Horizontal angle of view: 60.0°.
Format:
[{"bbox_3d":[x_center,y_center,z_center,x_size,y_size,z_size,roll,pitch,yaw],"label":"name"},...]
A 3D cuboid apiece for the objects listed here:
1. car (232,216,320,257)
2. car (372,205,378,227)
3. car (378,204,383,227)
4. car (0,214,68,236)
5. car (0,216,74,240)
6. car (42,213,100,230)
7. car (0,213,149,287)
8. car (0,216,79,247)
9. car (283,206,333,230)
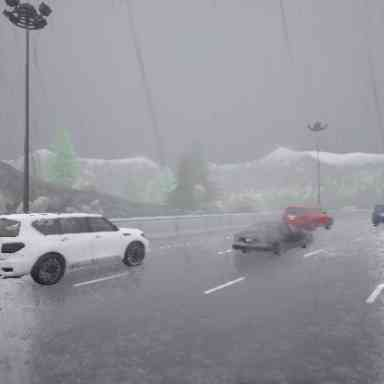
[{"bbox_3d":[3.968,2.098,15.697,2.033,1.411,5.357,-2,-3,40],"label":"car"},{"bbox_3d":[18.623,2.159,30.770,5.566,2.045,2.150,1,-3,-42],"label":"car"},{"bbox_3d":[14.533,1.880,22.050,2.150,2.045,5.566,-3,-3,44],"label":"car"},{"bbox_3d":[-13.298,2.709,27.949,2.128,1.511,4.902,-2,-3,40],"label":"car"},{"bbox_3d":[-11.382,2.601,24.764,1.812,1.442,4.674,-3,-3,39],"label":"car"},{"bbox_3d":[-12.414,2.998,34.462,2.033,1.411,5.357,-3,-3,41],"label":"car"},{"bbox_3d":[-3.934,1.703,11.225,2.150,2.045,5.566,-2,-2,36],"label":"car"},{"bbox_3d":[-9.899,2.395,21.009,1.882,1.535,5.008,-2,-3,38],"label":"car"},{"bbox_3d":[9.345,2.122,26.790,2.150,2.045,5.566,-3,-3,44],"label":"car"}]
